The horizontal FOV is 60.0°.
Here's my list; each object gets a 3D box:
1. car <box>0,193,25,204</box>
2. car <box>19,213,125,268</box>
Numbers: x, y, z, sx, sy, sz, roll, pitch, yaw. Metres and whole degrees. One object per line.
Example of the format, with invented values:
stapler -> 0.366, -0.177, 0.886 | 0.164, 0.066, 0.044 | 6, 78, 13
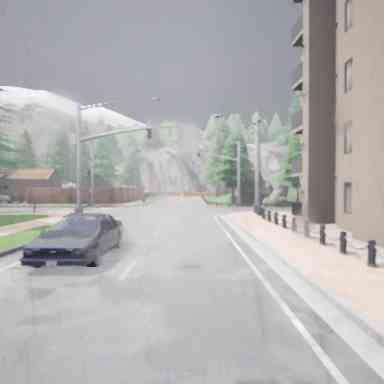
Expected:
car -> -25.045, 0.664, 45.896 | 1.932, 1.855, 4.605 | 0, 1, -1
car -> -3.574, 1.426, 11.128 | 2.033, 1.411, 5.357 | 0, 1, 0
